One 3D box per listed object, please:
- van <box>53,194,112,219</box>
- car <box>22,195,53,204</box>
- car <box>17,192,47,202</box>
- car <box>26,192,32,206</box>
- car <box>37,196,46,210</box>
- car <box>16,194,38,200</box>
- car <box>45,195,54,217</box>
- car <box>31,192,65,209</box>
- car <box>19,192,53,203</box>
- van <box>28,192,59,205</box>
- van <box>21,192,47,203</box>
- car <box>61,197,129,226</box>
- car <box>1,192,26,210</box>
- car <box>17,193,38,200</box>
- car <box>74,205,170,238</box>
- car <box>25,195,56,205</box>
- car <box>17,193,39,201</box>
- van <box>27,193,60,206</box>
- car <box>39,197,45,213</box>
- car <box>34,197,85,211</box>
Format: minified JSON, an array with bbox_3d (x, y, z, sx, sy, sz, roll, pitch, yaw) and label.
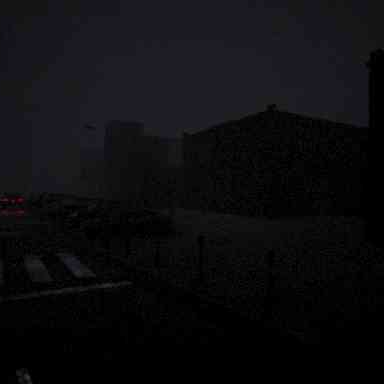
[{"bbox_3d":[-7.762,1.355,25.155,4.442,1.987,1.878,2,0,-30],"label":"van"},{"bbox_3d":[-28.449,1.312,61.205,4.892,1.521,2.231,2,-1,-30],"label":"car"},{"bbox_3d":[-34.019,1.022,70.823,5.566,2.045,2.435,2,-1,-30],"label":"car"},{"bbox_3d":[-21.467,1.132,49.191,5.566,2.045,2.435,2,0,-30],"label":"car"},{"bbox_3d":[-13.156,1.504,34.737,4.892,1.521,2.231,2,0,-30],"label":"car"},{"bbox_3d":[-42.332,1.255,85.279,4.892,1.521,2.231,2,-1,-30],"label":"car"},{"bbox_3d":[-10.353,1.421,29.936,4.553,1.767,2.185,2,0,-30],"label":"car"},{"bbox_3d":[-14.519,1.230,37.156,5.566,2.045,2.435,2,0,-30],"label":"car"},{"bbox_3d":[-29.852,1.048,63.605,5.566,2.045,2.435,2,-1,-30],"label":"car"},{"bbox_3d":[-24.169,1.127,54.048,4.442,1.987,1.878,2,0,-30],"label":"van"},{"bbox_3d":[-31.318,1.062,65.966,4.442,1.987,1.878,2,-1,-30],"label":"van"},{"bbox_3d":[-6.182,1.470,22.710,4.553,1.767,2.185,2,-1,-30],"label":"car"},{"bbox_3d":[-22.041,1.065,40.817,2.150,2.045,5.566,2,0,-30],"label":"car"},{"bbox_3d":[-40.973,1.128,82.856,4.553,1.767,2.185,2,-1,-30],"label":"car"},{"bbox_3d":[-3.520,1.635,17.971,4.792,1.488,2.163,2,-1,-30],"label":"car"},{"bbox_3d":[-25.730,1.375,56.502,4.674,1.452,2.002,2,0,-30],"label":"car"},{"bbox_3d":[-39.583,1.130,80.448,4.553,1.767,2.185,2,-1,-30],"label":"car"},{"bbox_3d":[-22.982,1.137,51.526,4.442,1.987,1.878,2,0,-30],"label":"van"},{"bbox_3d":[-11.839,1.523,32.432,5.008,1.535,2.097,2,0,-30],"label":"car"},{"bbox_3d":[-15.780,1.460,39.640,5.366,1.575,1.946,2,0,-30],"label":"car"}]
